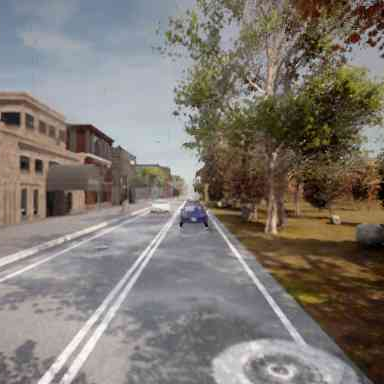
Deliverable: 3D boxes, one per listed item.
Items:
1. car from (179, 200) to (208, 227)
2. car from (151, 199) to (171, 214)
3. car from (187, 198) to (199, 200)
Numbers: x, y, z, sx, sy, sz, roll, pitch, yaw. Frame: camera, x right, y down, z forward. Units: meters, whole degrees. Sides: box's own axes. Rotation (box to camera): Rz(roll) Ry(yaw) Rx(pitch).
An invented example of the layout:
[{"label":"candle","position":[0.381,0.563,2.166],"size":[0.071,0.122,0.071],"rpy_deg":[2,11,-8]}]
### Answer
[{"label":"car","position":[0.112,1.536,22.883],"size":[1.812,1.442,4.674],"rpy_deg":[0,0,0]},{"label":"car","position":[-3.264,1.534,35.438],"size":[1.812,1.442,4.674],"rpy_deg":[0,0,1]},{"label":"car","position":[0.123,1.498,41.522],"size":[2.128,1.511,4.902],"rpy_deg":[0,0,0]}]
